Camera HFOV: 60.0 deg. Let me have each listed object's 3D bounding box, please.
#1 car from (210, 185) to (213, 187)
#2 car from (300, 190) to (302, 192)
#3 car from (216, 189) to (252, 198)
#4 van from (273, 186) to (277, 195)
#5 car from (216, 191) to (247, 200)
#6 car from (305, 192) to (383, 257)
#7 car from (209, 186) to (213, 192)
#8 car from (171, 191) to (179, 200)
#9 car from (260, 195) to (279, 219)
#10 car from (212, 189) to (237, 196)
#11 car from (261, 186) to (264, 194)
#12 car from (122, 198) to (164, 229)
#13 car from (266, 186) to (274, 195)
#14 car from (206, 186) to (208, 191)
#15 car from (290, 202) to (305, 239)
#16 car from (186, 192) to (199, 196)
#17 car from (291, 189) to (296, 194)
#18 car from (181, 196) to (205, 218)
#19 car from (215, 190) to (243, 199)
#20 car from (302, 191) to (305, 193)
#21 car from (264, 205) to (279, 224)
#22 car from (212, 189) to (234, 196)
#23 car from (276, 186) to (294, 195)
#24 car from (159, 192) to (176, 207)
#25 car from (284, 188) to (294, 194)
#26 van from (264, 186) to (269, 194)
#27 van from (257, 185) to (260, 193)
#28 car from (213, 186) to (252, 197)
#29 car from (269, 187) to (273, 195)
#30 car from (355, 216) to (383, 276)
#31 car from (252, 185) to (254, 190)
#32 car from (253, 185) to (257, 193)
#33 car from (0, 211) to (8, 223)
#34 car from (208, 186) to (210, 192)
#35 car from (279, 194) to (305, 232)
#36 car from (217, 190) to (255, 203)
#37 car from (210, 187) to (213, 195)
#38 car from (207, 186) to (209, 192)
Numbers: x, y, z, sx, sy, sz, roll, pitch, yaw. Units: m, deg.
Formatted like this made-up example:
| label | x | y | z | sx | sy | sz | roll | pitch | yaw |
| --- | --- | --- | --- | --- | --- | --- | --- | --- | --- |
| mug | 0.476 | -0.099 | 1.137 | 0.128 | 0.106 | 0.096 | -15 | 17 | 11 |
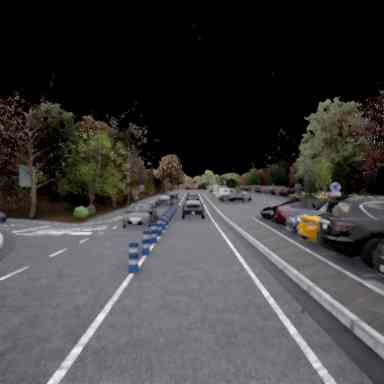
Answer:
| label | x | y | z | sx | sy | sz | roll | pitch | yaw |
| --- | --- | --- | --- | --- | --- | --- | --- | --- | --- |
| car | 7.057 | -0.203 | 78.855 | 4.553 | 1.767 | 2.185 | 0 | 2 | 0 |
| car | 19.868 | 0.784 | 53.781 | 4.792 | 1.488 | 2.163 | 0 | 2 | 0 |
| car | 6.824 | 0.758 | 53.896 | 5.008 | 1.535 | 2.097 | 0 | 2 | 0 |
| van | 20.153 | -0.054 | 70.504 | 4.442 | 1.987 | 1.878 | 0 | 2 | 0 |
| car | 7.050 | 0.561 | 59.443 | 5.366 | 1.575 | 1.946 | 0 | 2 | 0 |
| car | 6.737 | 1.143 | 10.157 | 5.566 | 2.045 | 2.435 | 0 | 1 | 1 |
| car | 6.772 | 0.171 | 70.664 | 5.366 | 1.575 | 1.946 | 0 | 2 | 0 |
| car | -3.297 | 0.618 | 57.464 | 2.033 | 1.411 | 5.357 | 0 | 2 | 1 |
| car | 6.781 | 1.142 | 21.303 | 4.792 | 1.488 | 2.163 | 0 | 2 | 1 |
| car | 7.165 | 0.084 | 73.312 | 5.366 | 1.575 | 1.946 | 0 | 2 | 0 |
| car | 20.133 | -0.155 | 81.456 | 5.008 | 1.535 | 2.097 | 0 | 2 | 0 |
| car | -3.358 | 1.467 | 22.044 | 2.128 | 1.511 | 4.902 | -1 | 1 | 0 |
| car | 20.111 | 0.029 | 75.921 | 4.792 | 1.488 | 2.163 | 0 | 2 | 0 |
| car | 7.112 | -0.415 | 92.732 | 4.792 | 1.488 | 2.163 | 0 | 2 | 0 |
| car | 6.729 | 1.335 | 12.956 | 5.008 | 1.535 | 2.097 | 0 | 1 | 1 |
| car | 0.094 | 0.812 | 49.221 | 2.128 | 1.511 | 4.902 | 0 | 2 | 0 |
| car | 19.918 | 0.698 | 56.550 | 4.674 | 1.452 | 2.002 | 0 | 2 | 0 |
| car | 0.096 | 1.394 | 29.118 | 1.837 | 1.490 | 4.892 | 0 | 1 | 0 |
| car | 6.894 | 0.468 | 62.219 | 4.892 | 1.521 | 2.231 | 0 | 2 | 0 |
| car | 19.907 | 0.722 | 51.132 | 4.553 | 1.767 | 2.185 | 0 | 2 | 0 |
| car | 6.815 | 1.219 | 18.519 | 4.792 | 1.488 | 2.163 | 0 | 2 | 1 |
| car | 6.997 | 0.003 | 76.080 | 4.892 | 1.521 | 2.231 | 0 | 2 | 0 |
| car | 20.018 | 0.116 | 64.844 | 5.566 | 2.045 | 2.435 | 0 | 2 | 0 |
| car | -3.343 | 1.084 | 41.357 | 1.812 | 1.442 | 4.674 | 0 | 2 | 0 |
| car | 19.758 | 0.558 | 59.318 | 5.366 | 1.575 | 1.946 | 0 | 2 | 0 |
| van | 19.996 | -0.304 | 78.665 | 4.442 | 1.987 | 1.878 | 0 | 2 | 0 |
| van | 20.057 | -0.526 | 86.989 | 4.442 | 1.987 | 1.878 | 0 | 2 | 0 |
| car | 6.870 | 0.410 | 56.661 | 5.566 | 2.045 | 2.435 | 0 | 2 | 0 |
| car | 20.089 | 0.110 | 73.283 | 4.792 | 1.488 | 2.163 | 0 | 2 | 0 |
| car | 6.677 | 1.446 | 7.374 | 4.892 | 1.521 | 2.231 | 0 | 1 | 1 |
| car | 20.192 | -0.697 | 92.525 | 5.566 | 2.045 | 2.435 | 0 | 2 | 0 |
| car | 20.168 | -0.624 | 89.756 | 5.566 | 2.045 | 2.435 | 0 | 2 | 0 |
| car | -15.923 | 1.621 | 25.208 | 4.674 | 1.442 | 1.812 | 0 | -2 | 33 |
| car | 7.078 | -0.123 | 81.631 | 4.792 | 1.488 | 2.163 | 0 | 2 | 0 |
| car | 6.791 | 1.140 | 15.730 | 4.553 | 1.767 | 2.185 | 0 | 1 | 1 |
| car | 6.766 | 0.885 | 51.122 | 4.792 | 1.488 | 2.163 | 0 | 2 | 0 |
| car | 6.725 | 0.367 | 64.994 | 5.366 | 1.575 | 1.946 | 0 | 2 | 0 |
| car | 7.066 | -0.269 | 87.182 | 4.792 | 1.488 | 2.163 | 0 | 1 | 0 |
